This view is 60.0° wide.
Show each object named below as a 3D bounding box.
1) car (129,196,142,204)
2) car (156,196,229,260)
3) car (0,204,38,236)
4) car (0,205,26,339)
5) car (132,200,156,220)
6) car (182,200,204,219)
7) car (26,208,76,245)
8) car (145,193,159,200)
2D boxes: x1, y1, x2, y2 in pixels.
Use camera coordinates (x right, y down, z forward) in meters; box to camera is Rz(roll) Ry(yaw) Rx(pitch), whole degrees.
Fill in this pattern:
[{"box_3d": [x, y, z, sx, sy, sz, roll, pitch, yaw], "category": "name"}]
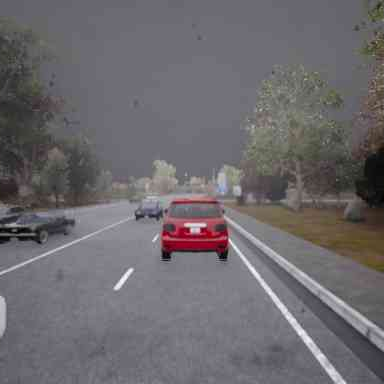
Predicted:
[{"box_3d": [-10.542, 1.513, 62.567, 2.033, 1.411, 5.357, 0, 0, 1], "category": "car"}, {"box_3d": [0.095, 1.213, 12.447, 2.150, 2.045, 5.566, 0, 0, 0], "category": "car"}, {"box_3d": [-10.607, 1.494, 18.485, 1.837, 1.490, 4.892, 0, 0, 0], "category": "car"}, {"box_3d": [-3.418, 1.221, 1.818, 2.150, 2.045, 5.566, 0, 0, 0], "category": "car"}, {"box_3d": [-3.412, 1.583, 27.277, 1.895, 1.301, 4.718, 0, 0, 0], "category": "car"}, {"box_3d": [0.088, 1.506, 29.856, 1.812, 1.442, 4.674, 0, 0, 0], "category": "car"}, {"box_3d": [-7.108, 1.590, 15.525, 1.895, 1.301, 4.718, 0, 0, 0], "category": "car"}, {"box_3d": [-7.055, 1.187, 60.047, 2.150, 2.045, 5.566, 0, 0, 1], "category": "car"}]
